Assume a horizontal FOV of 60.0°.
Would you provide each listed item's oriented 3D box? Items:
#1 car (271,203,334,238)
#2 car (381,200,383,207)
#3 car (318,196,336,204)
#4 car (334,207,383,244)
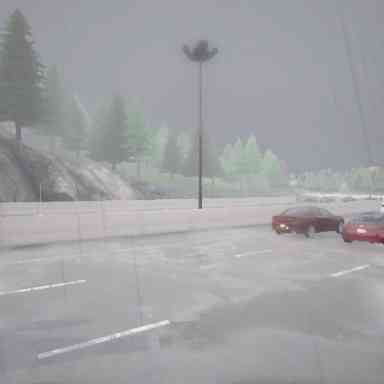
[{"bbox_3d":[6.272,1.484,17.662,5.008,1.535,1.882,0,0,-40],"label":"car"},{"bbox_3d":[17.731,1.258,27.983,5.566,2.045,2.150,0,0,-44],"label":"car"},{"bbox_3d":[26.076,1.522,64.161,2.128,1.511,4.902,0,0,37],"label":"car"},{"bbox_3d":[8.515,1.572,14.974,4.181,1.385,1.994,0,0,-40],"label":"car"}]
